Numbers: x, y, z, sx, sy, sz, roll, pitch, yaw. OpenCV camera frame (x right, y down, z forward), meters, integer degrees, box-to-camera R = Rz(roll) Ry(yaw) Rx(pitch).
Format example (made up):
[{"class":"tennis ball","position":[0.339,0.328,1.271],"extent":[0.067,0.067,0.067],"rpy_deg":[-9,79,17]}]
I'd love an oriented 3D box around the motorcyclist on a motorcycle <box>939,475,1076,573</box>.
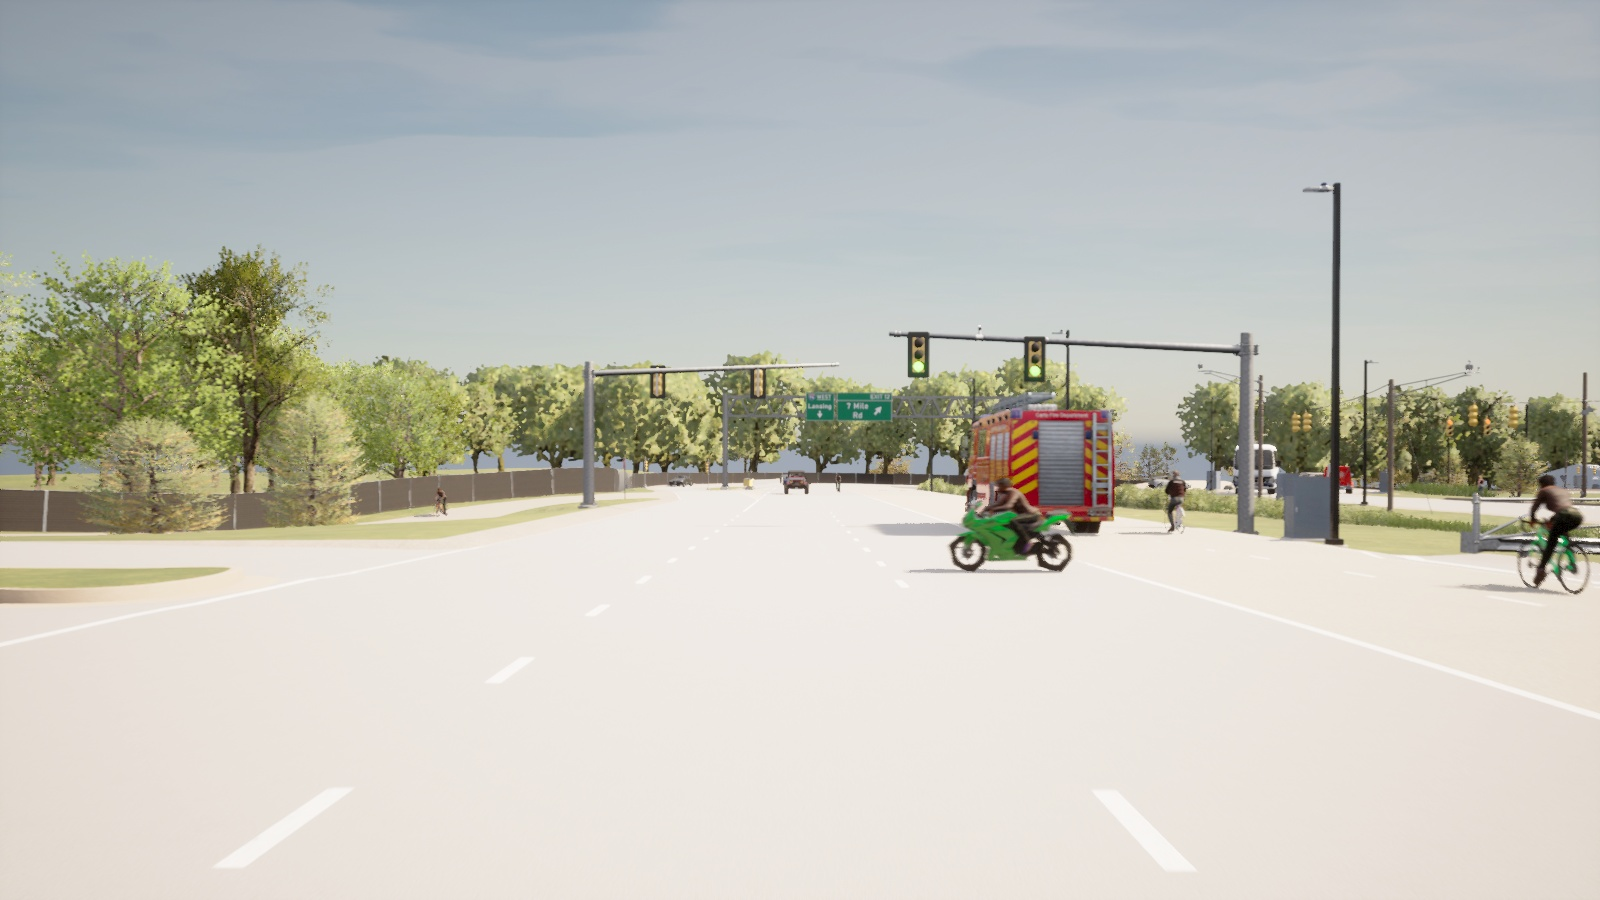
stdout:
[{"class":"motorcyclist on a motorcycle","position":[3.309,1.168,20.182],"extent":[2.044,1.523,0.797],"rpy_deg":[0,-1,-1]}]

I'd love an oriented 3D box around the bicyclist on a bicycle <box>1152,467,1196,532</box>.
[{"class":"bicyclist on a bicycle","position":[10.413,1.364,35.021],"extent":[0.659,1.776,1.843],"rpy_deg":[0,-1,0]}]

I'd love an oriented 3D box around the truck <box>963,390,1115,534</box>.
[{"class":"truck","position":[6.903,0.394,37.661],"extent":[2.891,3.827,8.468],"rpy_deg":[0,-1,0]}]

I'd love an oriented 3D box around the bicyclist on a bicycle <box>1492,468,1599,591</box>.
[{"class":"bicyclist on a bicycle","position":[10.467,1.088,17.620],"extent":[0.582,1.620,1.656],"rpy_deg":[2,-2,0]}]
